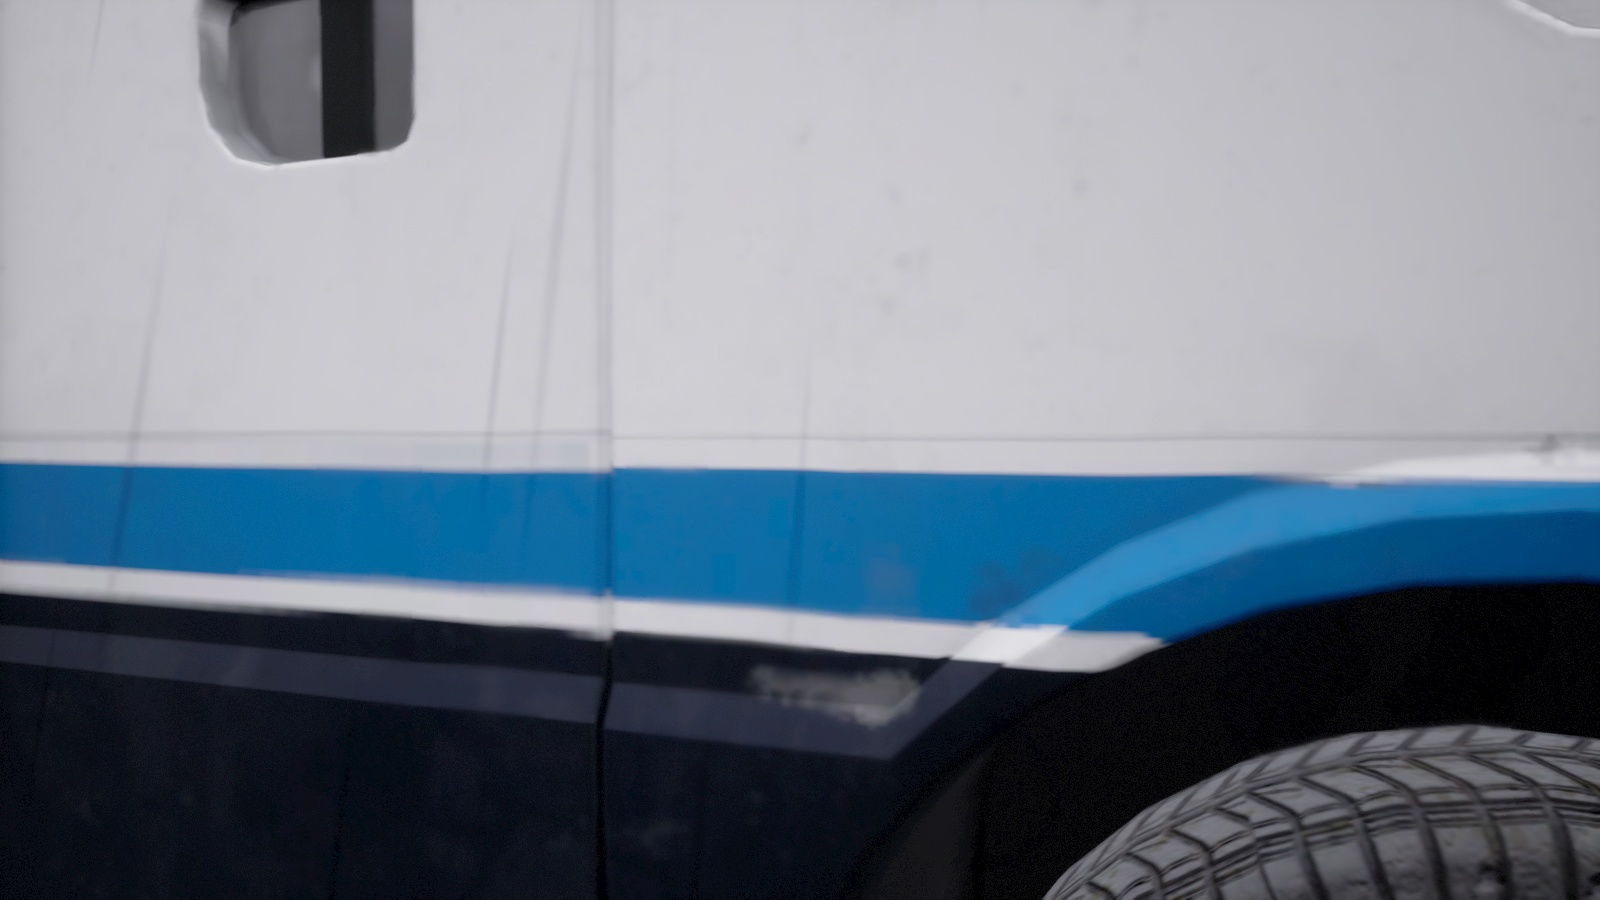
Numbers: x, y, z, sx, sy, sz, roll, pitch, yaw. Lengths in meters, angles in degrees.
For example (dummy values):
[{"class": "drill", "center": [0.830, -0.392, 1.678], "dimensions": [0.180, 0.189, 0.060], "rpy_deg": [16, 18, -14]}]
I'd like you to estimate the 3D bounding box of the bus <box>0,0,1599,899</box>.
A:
[{"class": "bus", "center": [-1.495, -0.611, 3.624], "dimensions": [10.273, 4.253, 3.944], "rpy_deg": [1, 1, 24]}]
